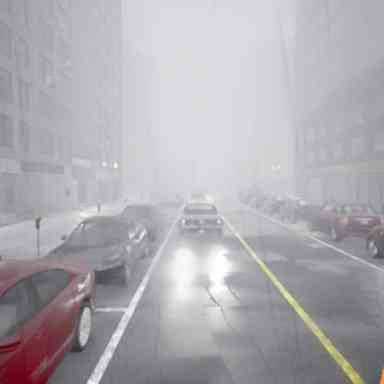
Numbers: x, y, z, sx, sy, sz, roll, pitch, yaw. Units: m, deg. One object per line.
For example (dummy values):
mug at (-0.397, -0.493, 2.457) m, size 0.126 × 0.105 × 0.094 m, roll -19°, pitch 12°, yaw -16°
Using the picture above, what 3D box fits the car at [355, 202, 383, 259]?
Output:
car at (6.294, 1.229, 8.642) m, size 1.967 × 1.590 × 4.097 m, roll 0°, pitch 1°, yaw 1°

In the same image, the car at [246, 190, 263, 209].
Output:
car at (6.505, 0.799, 30.731) m, size 1.947 × 1.339 × 4.313 m, roll 0°, pitch 1°, yaw 1°

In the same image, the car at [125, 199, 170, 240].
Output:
car at (-2.179, 1.199, 14.235) m, size 1.947 × 1.339 × 4.313 m, roll 0°, pitch 1°, yaw 1°

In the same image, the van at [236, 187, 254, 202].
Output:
van at (6.611, 0.296, 41.769) m, size 1.690 × 1.788 × 3.998 m, roll 0°, pitch 1°, yaw 1°

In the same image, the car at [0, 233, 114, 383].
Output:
car at (-2.284, 1.456, 3.188) m, size 1.887 × 1.381 × 4.507 m, roll 0°, pitch 1°, yaw 1°

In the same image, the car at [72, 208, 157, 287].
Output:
car at (-2.232, 1.338, 8.712) m, size 1.947 × 1.339 × 4.313 m, roll 0°, pitch 1°, yaw 1°

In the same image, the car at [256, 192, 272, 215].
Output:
car at (6.452, 0.923, 25.209) m, size 2.008 × 1.369 × 4.403 m, roll 0°, pitch 1°, yaw 1°

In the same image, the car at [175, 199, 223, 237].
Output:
car at (0.394, 1.209, 15.412) m, size 1.895 × 1.301 × 4.718 m, roll 0°, pitch 1°, yaw 1°

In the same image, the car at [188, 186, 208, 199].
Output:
car at (0.791, 0.316, 45.945) m, size 1.882 × 1.535 × 5.008 m, roll 0°, pitch 1°, yaw 1°

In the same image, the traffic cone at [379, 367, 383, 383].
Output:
traffic cone at (2.110, 1.867, 3.505) m, size 0.340 × 0.580 × 0.340 m, roll 0°, pitch 1°, yaw 1°

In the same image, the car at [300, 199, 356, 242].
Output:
car at (6.347, 1.090, 14.163) m, size 1.967 × 1.590 × 4.097 m, roll 0°, pitch 1°, yaw 1°

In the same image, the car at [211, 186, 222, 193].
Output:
car at (6.745, -0.686, 85.649) m, size 1.967 × 1.590 × 4.097 m, roll 0°, pitch 1°, yaw -1°

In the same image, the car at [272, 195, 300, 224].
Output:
car at (6.399, 1.062, 19.688) m, size 2.008 × 1.369 × 4.403 m, roll 0°, pitch 1°, yaw 1°

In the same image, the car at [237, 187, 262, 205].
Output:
car at (6.558, 0.409, 36.247) m, size 2.192 × 1.841 × 5.009 m, roll 0°, pitch 1°, yaw 1°

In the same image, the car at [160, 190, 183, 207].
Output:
car at (-2.021, 0.798, 30.805) m, size 1.802 × 1.307 × 4.206 m, roll 0°, pitch 1°, yaw 1°

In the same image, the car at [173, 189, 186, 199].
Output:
car at (-1.968, 0.642, 36.327) m, size 1.947 × 1.339 × 4.313 m, roll 0°, pitch 1°, yaw 1°

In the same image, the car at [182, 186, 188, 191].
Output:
car at (-1.915, 0.377, 41.847) m, size 1.967 × 1.590 × 4.097 m, roll 0°, pitch 1°, yaw 1°
